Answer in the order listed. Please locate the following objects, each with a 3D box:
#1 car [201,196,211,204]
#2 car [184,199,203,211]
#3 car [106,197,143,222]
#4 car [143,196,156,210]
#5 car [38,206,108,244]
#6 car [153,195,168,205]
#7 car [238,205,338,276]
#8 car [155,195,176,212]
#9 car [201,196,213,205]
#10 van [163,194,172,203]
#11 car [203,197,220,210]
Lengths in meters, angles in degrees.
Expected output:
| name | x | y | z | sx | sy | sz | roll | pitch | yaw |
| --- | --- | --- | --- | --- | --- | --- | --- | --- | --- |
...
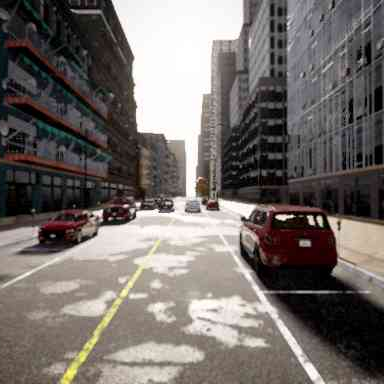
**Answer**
| name | x | y | z | sx | sy | sz | roll | pitch | yaw |
| --- | --- | --- | --- | --- | --- | --- | --- | --- | --- |
| car | 2.682 | 1.629 | 65.727 | 1.752 | 1.417 | 4.829 | 1 | 0 | 0 |
| car | 0.087 | 1.566 | 41.485 | 1.812 | 1.442 | 4.674 | 0 | 0 | 0 |
| car | -5.688 | 1.329 | 26.891 | 2.192 | 1.841 | 5.009 | 1 | 0 | 0 |
| car | -5.698 | 1.611 | 43.461 | 1.947 | 1.339 | 4.313 | 1 | 0 | 0 |
| car | -5.686 | 1.547 | 15.845 | 1.887 | 1.381 | 4.507 | 1 | 0 | 0 |
| car | -5.709 | 1.401 | 60.030 | 2.192 | 1.841 | 5.009 | 1 | 0 | 0 |
| car | 2.699 | 1.315 | 10.325 | 2.192 | 1.841 | 5.009 | 1 | 0 | 0 |
| car | -3.015 | 1.502 | 39.937 | 1.837 | 1.490 | 4.892 | 0 | 0 | 0 |
| car | 2.684 | 1.526 | 60.033 | 1.967 | 1.590 | 4.097 | 1 | 0 | 0 |
| van | -5.688 | 1.485 | 76.600 | 1.690 | 1.788 | 3.998 | 1 | 0 | 0 |
| car | 2.682 | 1.627 | 43.463 | 1.802 | 1.307 | 4.206 | 1 | 0 | 0 |
